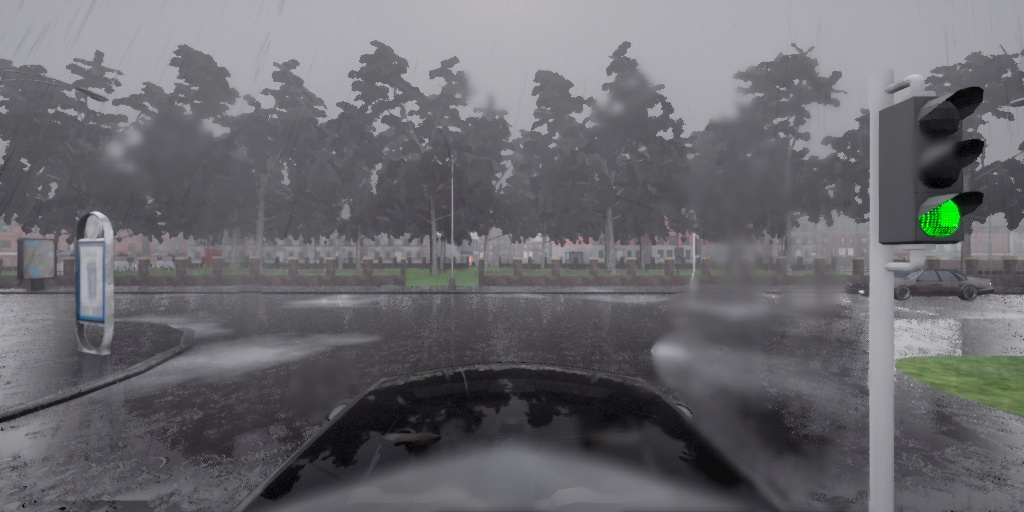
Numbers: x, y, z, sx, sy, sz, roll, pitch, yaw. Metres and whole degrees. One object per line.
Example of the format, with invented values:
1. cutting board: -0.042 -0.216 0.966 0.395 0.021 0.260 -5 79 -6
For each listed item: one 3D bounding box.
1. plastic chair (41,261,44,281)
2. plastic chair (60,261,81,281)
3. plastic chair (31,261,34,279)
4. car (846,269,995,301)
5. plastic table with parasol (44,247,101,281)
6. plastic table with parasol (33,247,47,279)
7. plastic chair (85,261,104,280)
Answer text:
1. plastic chair: -40.219 1.292 31.332 0.730 1.272 0.750 0 0 -40
2. plastic chair: -38.286 1.305 31.104 0.750 1.272 0.730 0 0 -35
3. plastic chair: -44.618 1.294 33.970 0.730 1.272 0.750 0 0 -41
4. car: 19.149 1.297 16.915 5.357 1.411 2.033 0 0 0
5. plastic table with parasol: -39.189 0.693 32.077 2.482 2.480 2.482 0 0 -40
6. plastic table with parasol: -43.610 0.619 34.719 2.482 2.480 2.482 0 0 -39
7. plastic chair: -38.191 1.295 32.810 0.730 1.272 0.750 0 0 -40
